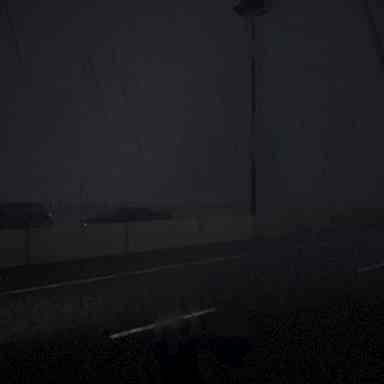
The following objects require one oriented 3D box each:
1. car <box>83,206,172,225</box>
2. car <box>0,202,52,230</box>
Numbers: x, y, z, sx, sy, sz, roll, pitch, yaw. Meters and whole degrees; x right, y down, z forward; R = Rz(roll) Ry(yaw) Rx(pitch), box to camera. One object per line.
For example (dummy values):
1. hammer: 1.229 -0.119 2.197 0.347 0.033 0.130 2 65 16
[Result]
1. car: -3.666 1.524 18.560 5.357 1.411 2.033 0 0 -35
2. car: -10.143 1.346 18.248 4.553 1.767 2.097 0 0 -35
